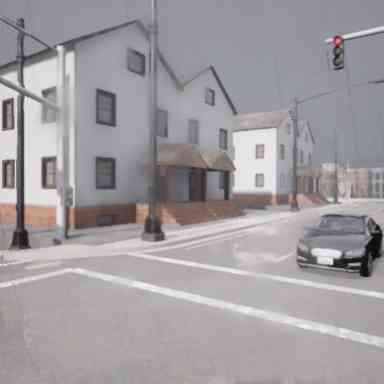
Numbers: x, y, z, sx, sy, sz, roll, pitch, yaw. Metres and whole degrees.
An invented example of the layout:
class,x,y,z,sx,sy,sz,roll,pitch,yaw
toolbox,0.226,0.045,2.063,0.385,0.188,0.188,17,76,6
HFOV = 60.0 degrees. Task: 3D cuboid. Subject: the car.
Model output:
class,x,y,z,sx,sy,sz,roll,pitch,yaw
car,4.708,1.437,10.336,2.128,1.511,4.902,1,1,34
